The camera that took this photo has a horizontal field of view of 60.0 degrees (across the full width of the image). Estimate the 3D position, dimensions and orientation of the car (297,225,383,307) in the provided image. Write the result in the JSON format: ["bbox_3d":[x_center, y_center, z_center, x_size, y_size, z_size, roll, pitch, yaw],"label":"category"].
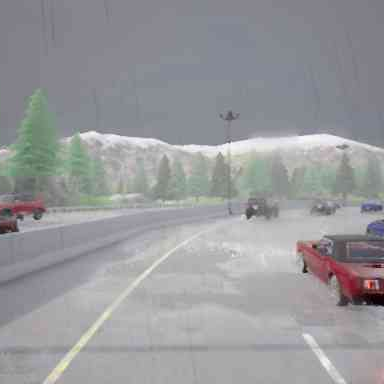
[{"bbox_3d":[3.916,1.678,8.018,1.895,1.301,4.718,0,-1,5],"label":"car"}]

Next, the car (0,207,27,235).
[{"bbox_3d":[-9.482,1.600,13.839,1.882,1.535,5.008,0,-1,9],"label":"car"}]

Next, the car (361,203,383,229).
[{"bbox_3d":[8.456,1.476,12.863,2.097,1.767,4.553,0,0,11],"label":"car"}]

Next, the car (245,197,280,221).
[{"bbox_3d":[6.658,1.513,31.136,2.150,2.045,5.566,-1,-1,26],"label":"car"}]

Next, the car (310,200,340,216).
[{"bbox_3d":[15.051,1.710,37.999,2.097,1.767,4.553,0,-1,33],"label":"car"}]

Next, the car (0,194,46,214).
[{"bbox_3d":[-14.016,1.176,26.191,2.150,2.045,5.566,0,-1,16],"label":"car"}]

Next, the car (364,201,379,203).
[{"bbox_3d":[23.674,1.893,43.627,1.882,1.535,5.008,-1,-1,41],"label":"car"}]
